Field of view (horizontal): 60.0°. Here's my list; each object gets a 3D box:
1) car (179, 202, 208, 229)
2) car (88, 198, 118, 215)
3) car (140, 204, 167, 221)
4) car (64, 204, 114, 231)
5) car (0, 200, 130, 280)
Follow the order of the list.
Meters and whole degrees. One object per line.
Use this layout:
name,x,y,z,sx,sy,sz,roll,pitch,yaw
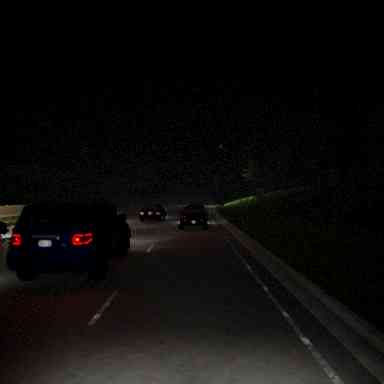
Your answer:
car,0.106,1.703,23.084,1.812,1.442,4.674,0,0,0
car,-10.077,1.646,38.152,2.097,1.767,4.553,0,0,2
car,-3.337,1.772,29.210,2.033,1.411,5.357,0,0,1
car,-6.897,1.654,22.930,1.882,1.535,5.008,0,0,0
car,-3.415,1.302,10.362,2.150,2.045,5.566,0,0,0
